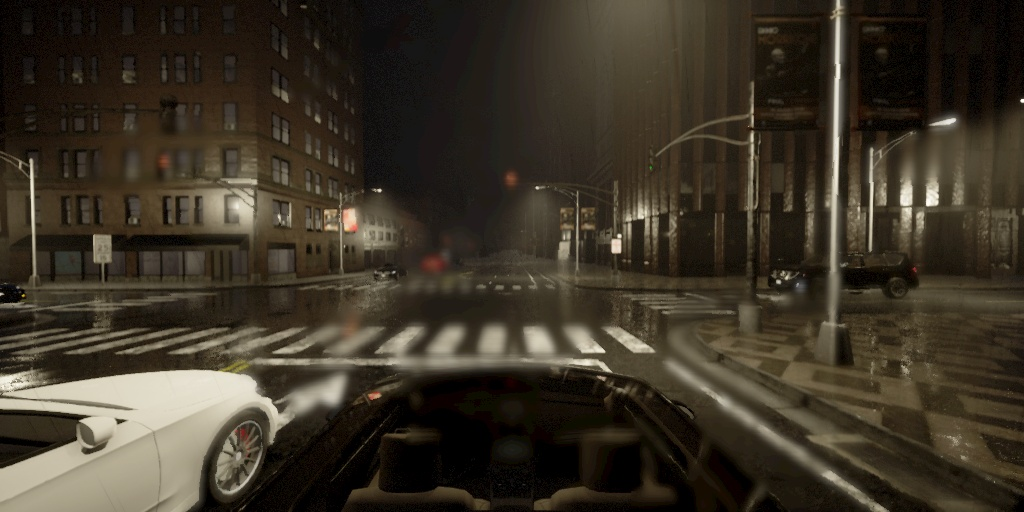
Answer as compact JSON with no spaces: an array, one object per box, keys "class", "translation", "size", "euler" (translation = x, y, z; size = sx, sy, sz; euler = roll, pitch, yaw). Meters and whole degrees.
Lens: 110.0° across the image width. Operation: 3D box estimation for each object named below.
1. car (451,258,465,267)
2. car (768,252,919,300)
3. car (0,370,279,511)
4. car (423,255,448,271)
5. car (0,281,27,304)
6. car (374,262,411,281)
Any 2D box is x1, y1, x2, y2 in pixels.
[{"class":"car","translation":[-9.556,1.126,64.080],"size":[2.033,1.411,5.357],"euler":[0,0,0]},{"class":"car","translation":[14.868,0.828,16.248],"size":[5.566,2.045,2.150],"euler":[0,1,1]},{"class":"car","translation":[-3.159,1.277,1.424],"size":[1.812,1.442,4.674],"euler":[0,0,2]},{"class":"car","translation":[-9.699,0.856,45.895],"size":[2.150,2.045,5.566],"euler":[0,0,0]},{"class":"car","translation":[-22.491,1.367,14.354],"size":[4.181,1.385,1.994],"euler":[0,1,1]},{"class":"car","translation":[-9.761,1.203,29.573],"size":[1.812,1.442,4.674],"euler":[0,1,1]}]
